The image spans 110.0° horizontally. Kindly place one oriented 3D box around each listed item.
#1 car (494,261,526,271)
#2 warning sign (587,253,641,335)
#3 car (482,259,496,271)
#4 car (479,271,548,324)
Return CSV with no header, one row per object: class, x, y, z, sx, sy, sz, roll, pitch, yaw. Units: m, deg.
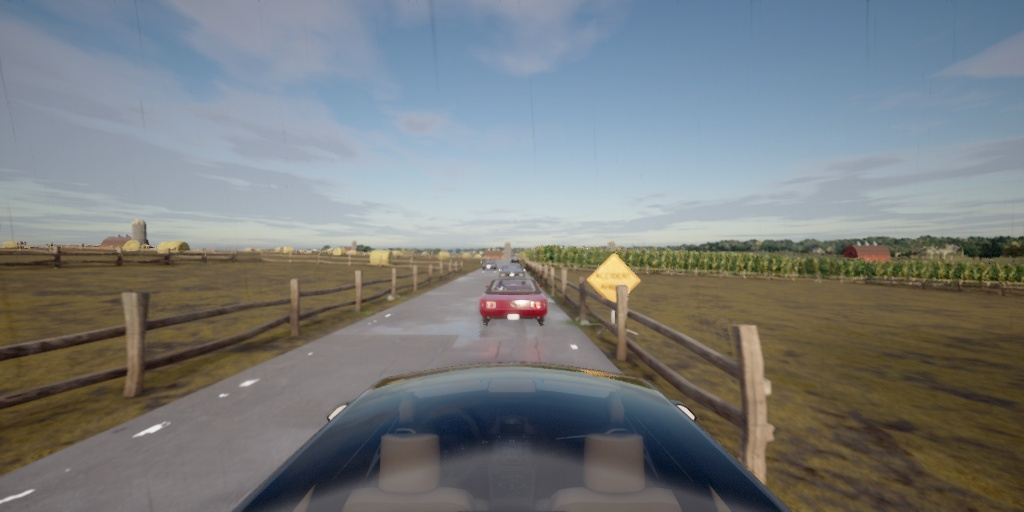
car,0.010,1.288,26.005,2.033,1.411,5.357,0,0,0
warning sign,2.434,0.862,8.728,1.300,1.860,1.060,0,0,0
car,-2.943,1.183,47.657,2.128,1.511,4.902,0,0,0
car,0.050,1.349,11.862,1.895,1.301,4.718,0,0,0
